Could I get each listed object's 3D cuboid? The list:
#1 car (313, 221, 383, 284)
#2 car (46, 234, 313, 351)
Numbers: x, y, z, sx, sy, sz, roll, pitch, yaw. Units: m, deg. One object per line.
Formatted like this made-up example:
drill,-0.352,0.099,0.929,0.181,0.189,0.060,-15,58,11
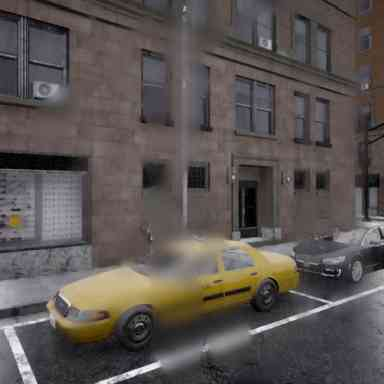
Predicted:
car,4.602,1.551,9.459,4.403,1.369,2.008,0,0,-35
car,-0.033,1.525,6.161,4.829,1.417,1.752,0,0,-35
